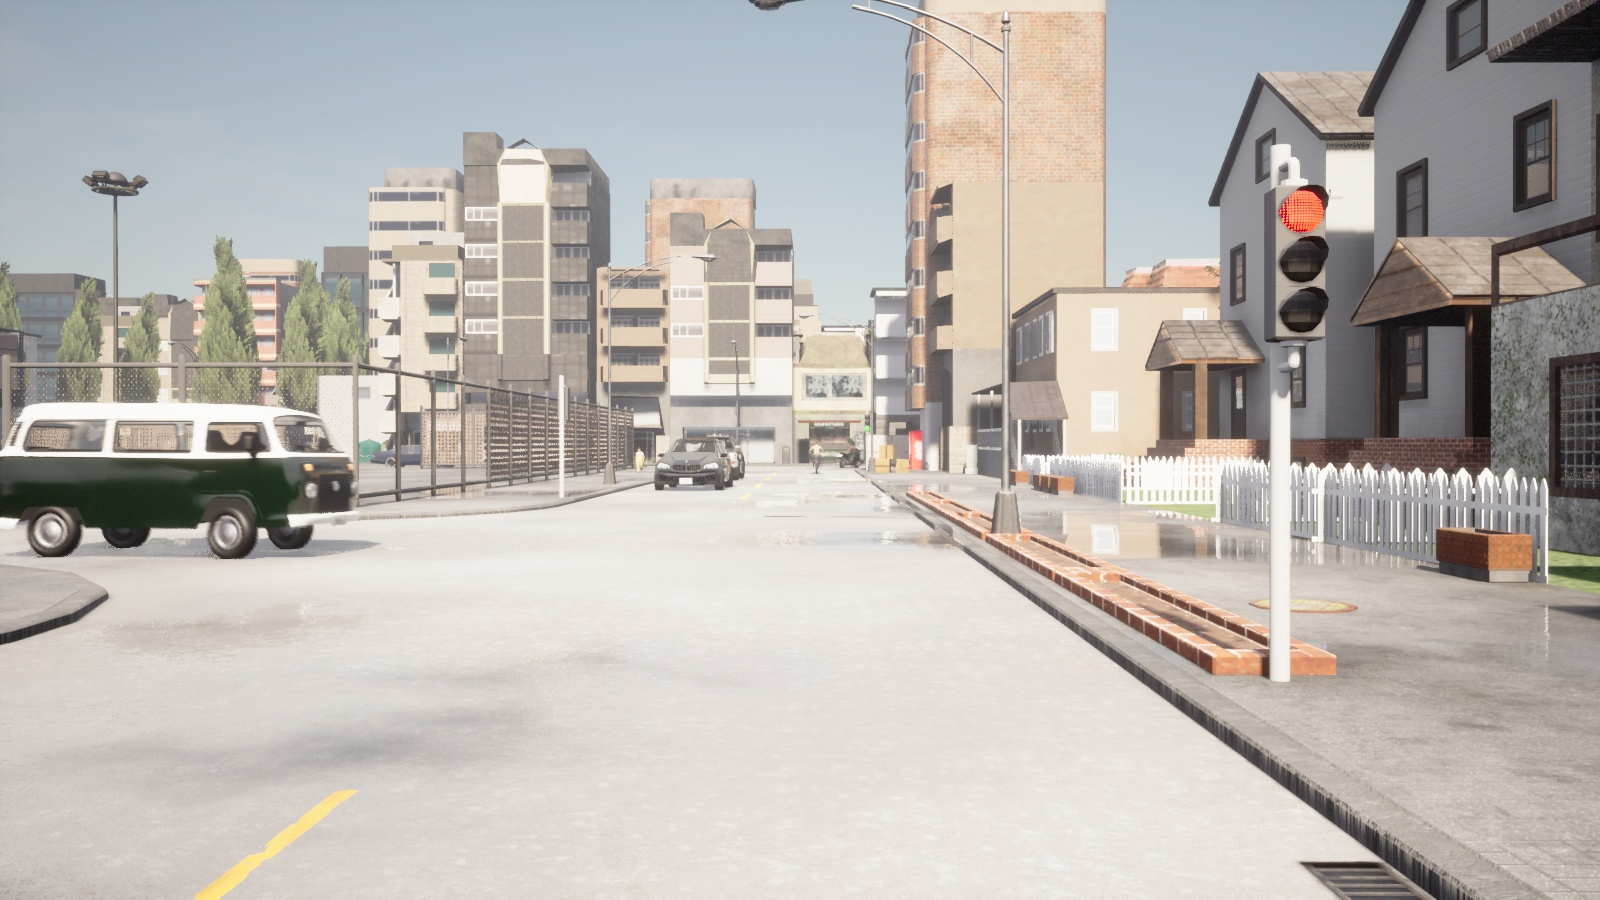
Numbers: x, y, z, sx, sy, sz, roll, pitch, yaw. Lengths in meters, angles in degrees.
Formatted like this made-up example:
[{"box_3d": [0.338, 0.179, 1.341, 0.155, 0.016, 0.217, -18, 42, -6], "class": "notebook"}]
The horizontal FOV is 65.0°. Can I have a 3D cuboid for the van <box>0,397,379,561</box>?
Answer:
[{"box_3d": [-8.286, 0.367, 16.920, 4.480, 2.038, 2.069, 0, -1, 6], "class": "van"}]

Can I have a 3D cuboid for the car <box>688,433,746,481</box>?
[{"box_3d": [-3.313, 0.273, 50.980, 1.932, 1.855, 4.605, 0, 0, 2], "class": "car"}]

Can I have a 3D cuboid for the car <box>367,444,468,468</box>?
[{"box_3d": [-22.766, 0.353, 74.878, 5.357, 1.411, 2.033, 0, 0, 1], "class": "car"}]

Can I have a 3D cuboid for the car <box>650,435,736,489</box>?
[{"box_3d": [-3.419, 0.357, 41.005, 2.242, 1.667, 4.611, 0, 0, 2], "class": "car"}]

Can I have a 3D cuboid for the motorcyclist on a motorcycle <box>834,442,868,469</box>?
[{"box_3d": [2.990, 0.319, 72.908, 0.797, 1.523, 2.044, 4, 3, 42], "class": "motorcyclist on a motorcycle"}]
